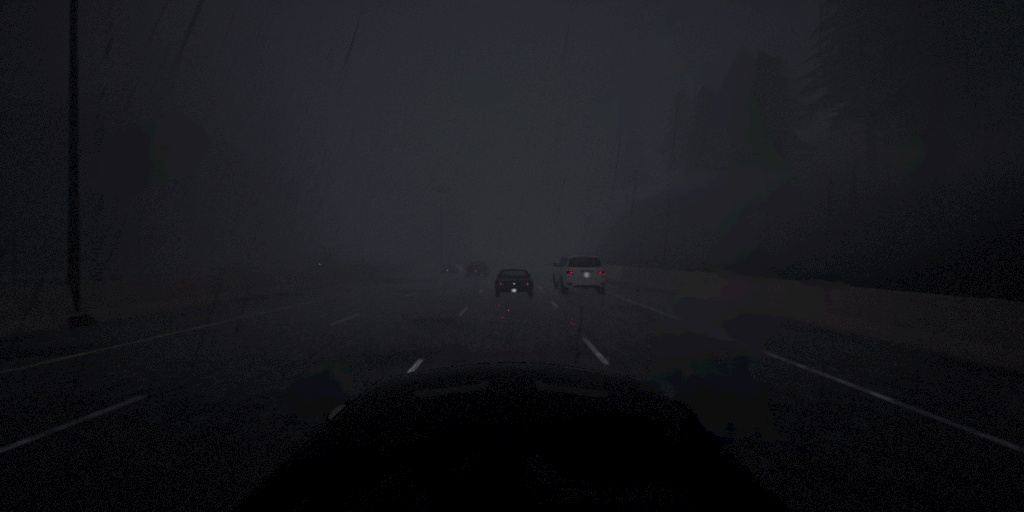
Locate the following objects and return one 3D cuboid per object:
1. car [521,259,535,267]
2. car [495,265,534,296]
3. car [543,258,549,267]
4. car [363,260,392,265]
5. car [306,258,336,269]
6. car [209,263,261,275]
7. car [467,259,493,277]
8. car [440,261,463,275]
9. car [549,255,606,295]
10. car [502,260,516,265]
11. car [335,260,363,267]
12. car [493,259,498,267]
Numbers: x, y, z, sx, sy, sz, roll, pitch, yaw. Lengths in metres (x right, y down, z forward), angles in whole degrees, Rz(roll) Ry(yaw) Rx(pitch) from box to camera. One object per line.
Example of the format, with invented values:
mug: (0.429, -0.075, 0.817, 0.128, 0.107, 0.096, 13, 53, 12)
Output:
car: (3.003, 1.295, 65.237, 2.033, 1.411, 5.357, 0, 0, 13)
car: (0.100, 1.350, 19.274, 1.895, 1.301, 4.718, 0, 0, 0)
car: (6.826, 1.099, 64.995, 2.097, 1.767, 4.553, 0, 0, 11)
car: (-16.992, 1.273, 46.460, 1.812, 1.442, 4.674, 0, 0, 5)
car: (-24.061, 1.099, 45.686, 2.097, 1.767, 4.553, 0, 0, 4)
car: (-27.967, 1.348, 36.371, 1.895, 1.301, 4.718, 0, 0, 1)
car: (-3.313, 1.226, 35.646, 1.882, 1.535, 5.008, 0, 0, 1)
car: (-6.674, 1.274, 39.974, 1.812, 1.442, 4.674, 0, 0, 3)
car: (3.600, 0.971, 19.959, 2.150, 2.045, 5.566, 0, 0, 0)
car: (-0.479, 1.348, 65.330, 1.895, 1.301, 4.718, 0, 0, 11)
car: (-20.458, 1.294, 47.203, 2.033, 1.411, 5.357, 0, 0, 5)
car: (-3.868, 1.225, 65.126, 1.882, 1.535, 5.008, 0, 0, 11)
